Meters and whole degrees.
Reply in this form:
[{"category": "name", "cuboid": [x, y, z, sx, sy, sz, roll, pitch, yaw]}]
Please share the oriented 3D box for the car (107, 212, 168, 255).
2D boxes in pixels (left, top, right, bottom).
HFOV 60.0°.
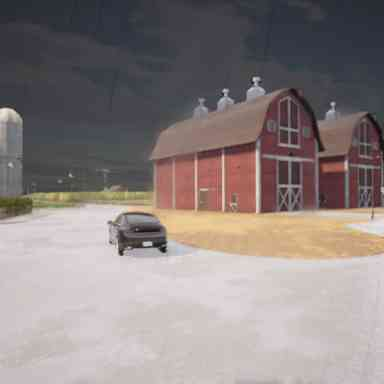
[{"category": "car", "cuboid": [-2.343, 1.587, 13.832, 1.837, 1.490, 4.892, 0, -1, -19]}]
